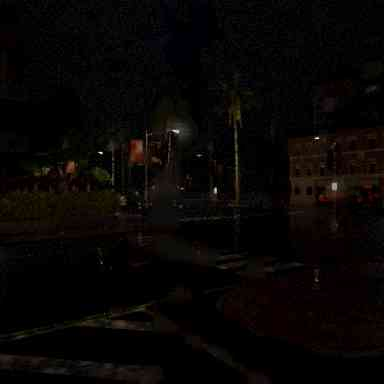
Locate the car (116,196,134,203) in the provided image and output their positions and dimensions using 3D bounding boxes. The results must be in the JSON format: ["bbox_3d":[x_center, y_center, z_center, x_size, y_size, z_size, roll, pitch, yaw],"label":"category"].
[{"bbox_3d":[-13.876,1.522,68.680,1.812,1.442,4.674,0,0,-39],"label":"car"}]

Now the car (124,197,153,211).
[{"bbox_3d":[-6.524,1.352,40.138,2.097,1.767,4.553,0,0,-35],"label":"car"}]

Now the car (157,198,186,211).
[{"bbox_3d":[-2.611,1.526,40.657,1.812,1.442,4.674,0,0,-35],"label":"car"}]
